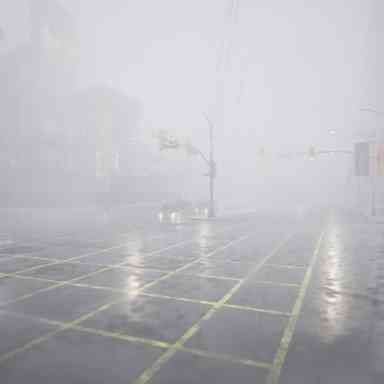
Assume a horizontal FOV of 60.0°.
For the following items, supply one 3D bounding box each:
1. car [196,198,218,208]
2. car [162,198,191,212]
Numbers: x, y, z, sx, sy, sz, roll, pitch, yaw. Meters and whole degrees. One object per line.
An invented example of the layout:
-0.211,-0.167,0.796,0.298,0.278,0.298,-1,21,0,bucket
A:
2.196,1.601,48.688,1.895,1.301,4.718,0,0,23,car
-1.774,1.478,39.277,1.882,1.535,5.008,0,0,25,car
